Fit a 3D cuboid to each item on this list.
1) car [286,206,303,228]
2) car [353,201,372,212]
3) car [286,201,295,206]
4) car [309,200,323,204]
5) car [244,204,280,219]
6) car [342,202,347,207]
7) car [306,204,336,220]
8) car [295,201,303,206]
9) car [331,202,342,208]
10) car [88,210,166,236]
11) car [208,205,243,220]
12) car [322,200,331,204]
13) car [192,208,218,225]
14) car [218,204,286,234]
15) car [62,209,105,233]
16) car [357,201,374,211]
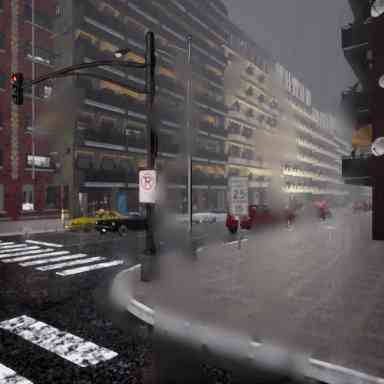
[{"bbox_3d":[7.326,2.043,26.616,1.887,1.381,4.507,-1,-2,35],"label":"car"},{"bbox_3d":[30.053,2.522,59.102,2.192,1.841,5.009,-1,-2,35],"label":"car"},{"bbox_3d":[13.342,2.445,49.773,1.752,1.417,4.829,-1,-2,35],"label":"car"},{"bbox_3d":[23.182,2.770,63.834,1.887,1.381,4.507,-1,-2,35],"label":"car"},{"bbox_3d":[7.954,2.170,37.510,2.128,1.511,4.902,0,-1,35],"label":"car"},{"bbox_3d":[39.419,3.281,87.036,1.947,1.339,4.313,-1,-2,35],"label":"car"},{"bbox_3d":[13.820,2.284,35.895,1.802,1.307,4.206,-1,-2,35],"label":"car"},{"bbox_3d":[16.686,2.339,54.558,2.192,1.841,5.009,-1,-2,35],"label":"car"},{"bbox_3d":[32.924,3.066,77.754,1.887,1.381,4.507,-1,-2,35],"label":"car"},{"bbox_3d":[-3.762,1.910,20.789,1.895,1.301,4.718,0,-1,35],"label":"car"},{"bbox_3d":[3.699,2.164,35.992,1.887,1.381,4.507,-1,-2,35],"label":"car"},{"bbox_3d":[26.427,2.640,68.479,2.192,1.841,5.009,-1,-2,35],"label":"car"},{"bbox_3d":[1.982,2.093,28.997,1.895,1.301,4.718,0,-1,35],"label":"car"},{"bbox_3d":[4.077,1.711,21.982,2.192,1.841,5.009,-1,-2,35],"label":"car"},{"bbox_3d":[-6.141,1.833,21.932,1.752,1.417,4.829,-1,-2,35],"label":"car"},{"bbox_3d":[33.301,2.621,63.743,2.192,1.841,5.009,-1,-2,35],"label":"car"}]
